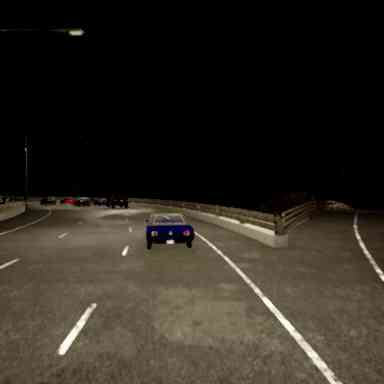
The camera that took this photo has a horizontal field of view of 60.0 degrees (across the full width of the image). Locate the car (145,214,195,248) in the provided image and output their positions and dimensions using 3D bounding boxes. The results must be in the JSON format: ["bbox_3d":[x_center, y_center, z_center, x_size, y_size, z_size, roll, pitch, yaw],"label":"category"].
[{"bbox_3d":[-1.115,1.611,14.836,1.895,1.301,4.718,0,0,-8],"label":"car"}]

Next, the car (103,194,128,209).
[{"bbox_3d":[-10.545,1.288,46.901,2.150,2.045,5.566,0,0,-25],"label":"car"}]

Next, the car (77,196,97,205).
[{"bbox_3d":[-20.259,1.607,64.055,2.128,1.511,4.902,0,0,-37],"label":"car"}]

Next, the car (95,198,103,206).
[{"bbox_3d":[-15.065,1.656,55.765,1.994,1.385,4.181,0,0,-31],"label":"car"}]

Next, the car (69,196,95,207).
[{"bbox_3d":[-17.629,1.597,53.224,2.128,1.511,4.902,0,0,-31],"label":"car"}]

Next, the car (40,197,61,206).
[{"bbox_3d":[-25.903,1.646,59.904,2.128,1.511,4.902,0,0,-37],"label":"car"}]

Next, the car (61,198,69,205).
[{"bbox_3d":[-23.151,1.711,62.084,1.994,1.385,4.181,0,0,-37],"label":"car"}]
